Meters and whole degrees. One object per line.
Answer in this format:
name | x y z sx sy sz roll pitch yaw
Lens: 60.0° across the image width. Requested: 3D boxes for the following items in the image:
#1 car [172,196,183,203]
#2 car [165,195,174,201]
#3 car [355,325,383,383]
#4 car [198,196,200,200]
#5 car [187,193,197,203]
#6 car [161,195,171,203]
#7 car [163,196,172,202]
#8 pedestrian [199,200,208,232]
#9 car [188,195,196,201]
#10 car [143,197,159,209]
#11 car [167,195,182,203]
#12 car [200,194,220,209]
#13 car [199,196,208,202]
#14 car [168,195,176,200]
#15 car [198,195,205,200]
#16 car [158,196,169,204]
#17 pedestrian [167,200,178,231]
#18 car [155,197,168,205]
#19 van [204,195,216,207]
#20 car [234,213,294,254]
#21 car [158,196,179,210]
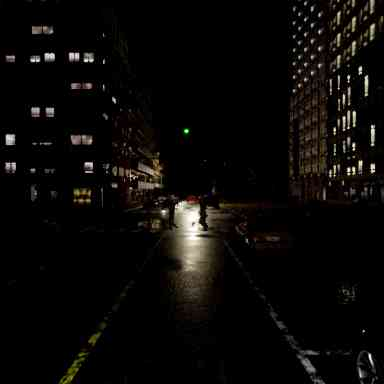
car | -2.997 1.553 69.265 2.128 1.511 4.902 0 0 0
car | -5.686 1.531 84.323 1.967 1.590 4.097 0 0 0
car | 2.686 1.566 1.957 1.947 1.339 4.313 0 0 0
car | 2.692 1.373 67.741 2.192 1.841 5.009 0 0 0
car | 0.007 1.296 74.442 2.150 2.045 5.566 0 0 0
car | -5.687 1.509 73.270 1.967 1.590 4.097 0 0 0
car | -5.686 1.661 78.796 1.802 1.307 4.206 0 0 0
pedestrian | 0.616 1.307 18.589 0.375 1.860 0.375 0 0 0
car | 0.009 1.545 84.829 2.033 1.411 5.357 0 0 0
car | -5.689 1.575 45.636 2.008 1.369 4.403 0 0 0
car | -3.080 1.585 55.699 2.033 1.411 5.357 0 0 0
car | 2.690 1.339 45.636 2.192 1.841 5.009 0 0 0
car | 2.694 1.624 78.795 1.887 1.381 4.507 0 0 0
car | -5.684 1.640 95.206 1.752 1.417 4.829 0 0 0
car | 2.696 1.641 95.545 1.752 1.417 4.829 0 0 0
car | -5.687 1.602 67.742 1.887 1.381 4.507 0 0 0
pedestrian | -1.166 1.314 19.103 0.375 1.860 0.375 0 0 0
car | -5.688 1.598 62.216 2.008 1.369 4.403 0 0 0
van | 2.690 1.372 51.162 1.690 1.788 3.998 0 0 0
car | 2.688 1.527 13.393 1.752 1.417 4.829 0 0 0
car | -3.118 1.570 44.544 2.033 1.411 5.357 0 0 -4
